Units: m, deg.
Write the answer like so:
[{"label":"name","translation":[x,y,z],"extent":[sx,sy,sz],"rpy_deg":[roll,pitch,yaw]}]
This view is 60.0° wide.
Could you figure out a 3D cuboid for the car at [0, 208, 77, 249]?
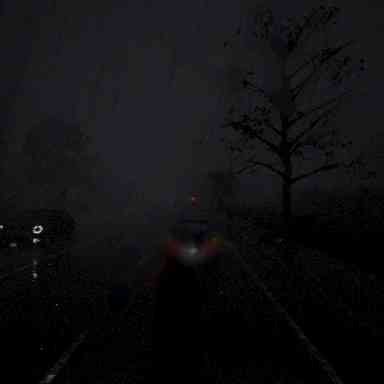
[{"label":"car","translation":[-7.055,1.555,15.418],"extent":[2.097,1.767,4.553],"rpy_deg":[0,-1,0]}]

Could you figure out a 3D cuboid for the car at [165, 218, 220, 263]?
[{"label":"car","translation":[0.027,1.696,12.520],"extent":[1.812,1.442,4.674],"rpy_deg":[0,-1,0]}]

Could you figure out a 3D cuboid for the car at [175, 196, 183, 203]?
[{"label":"car","translation":[-3.273,1.946,85.431],"extent":[1.882,1.535,5.008],"rpy_deg":[0,2,0]}]

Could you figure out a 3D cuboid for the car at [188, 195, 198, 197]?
[{"label":"car","translation":[0.228,1.702,85.443],"extent":[2.150,2.045,5.566],"rpy_deg":[0,2,0]}]

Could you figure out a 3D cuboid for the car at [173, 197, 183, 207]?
[{"label":"car","translation":[-3.303,2.495,75.042],"extent":[1.837,1.490,4.892],"rpy_deg":[0,2,0]}]

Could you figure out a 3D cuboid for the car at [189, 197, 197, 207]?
[{"label":"car","translation":[0.198,2.587,75.414],"extent":[1.895,1.301,4.718],"rpy_deg":[0,2,0]}]
